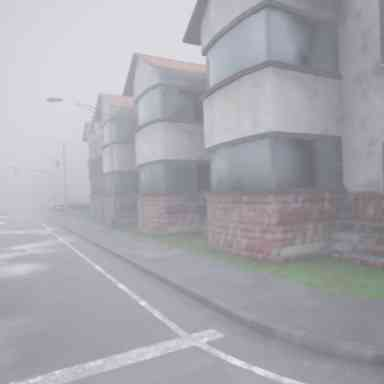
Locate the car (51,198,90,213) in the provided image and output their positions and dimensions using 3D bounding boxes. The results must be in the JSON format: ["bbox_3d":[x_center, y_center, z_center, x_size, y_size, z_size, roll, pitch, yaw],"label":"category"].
[{"bbox_3d":[-14.927,1.869,42.266,2.033,1.411,5.357,-2,0,44],"label":"car"}]

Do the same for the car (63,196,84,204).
[{"bbox_3d":[-30.343,2.127,85.083,4.605,1.855,1.932,-2,0,-29],"label":"car"}]
